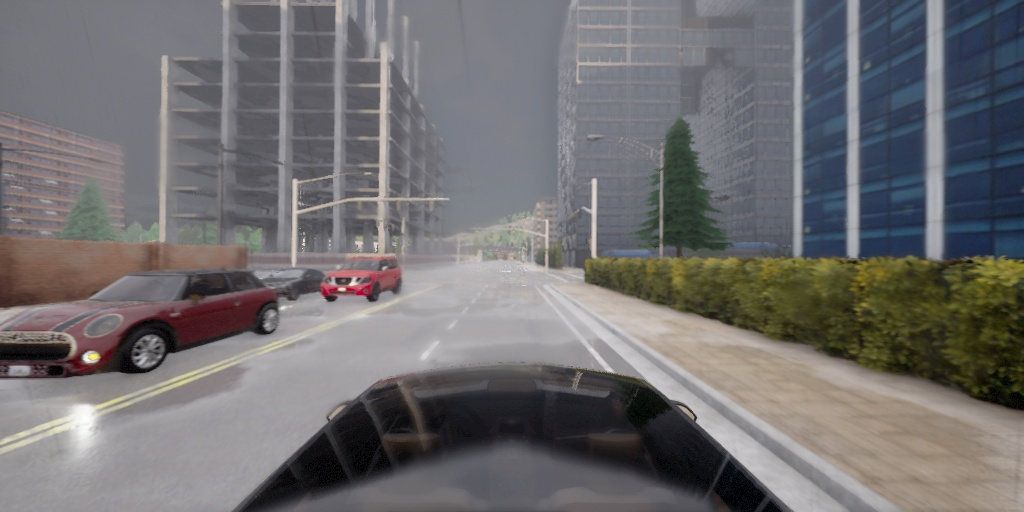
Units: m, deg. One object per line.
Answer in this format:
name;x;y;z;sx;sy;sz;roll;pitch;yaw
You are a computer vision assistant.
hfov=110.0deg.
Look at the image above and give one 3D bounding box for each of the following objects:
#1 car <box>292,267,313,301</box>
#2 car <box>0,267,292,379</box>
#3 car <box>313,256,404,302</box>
car;-10.521;1.293;17.495;1.812;1.442;4.674;1;-1;0
car;-7.088;1.076;7.415;2.097;1.767;4.553;1;0;0
car;-7.018;1.034;17.554;2.150;2.045;5.566;1;0;0
